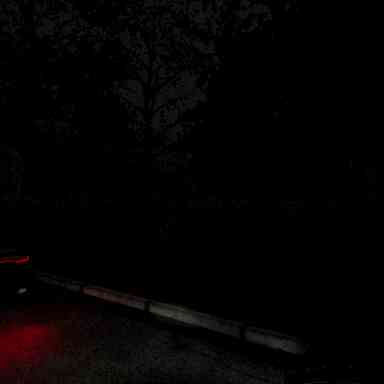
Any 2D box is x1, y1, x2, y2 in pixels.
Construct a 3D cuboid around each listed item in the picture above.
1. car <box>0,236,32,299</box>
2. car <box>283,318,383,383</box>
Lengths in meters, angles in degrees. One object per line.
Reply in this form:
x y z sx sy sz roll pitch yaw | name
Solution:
-5.563 1.488 7.395 5.008 1.535 1.882 0 0 36 | car
2.623 1.353 1.492 4.553 1.767 2.097 0 0 36 | car
